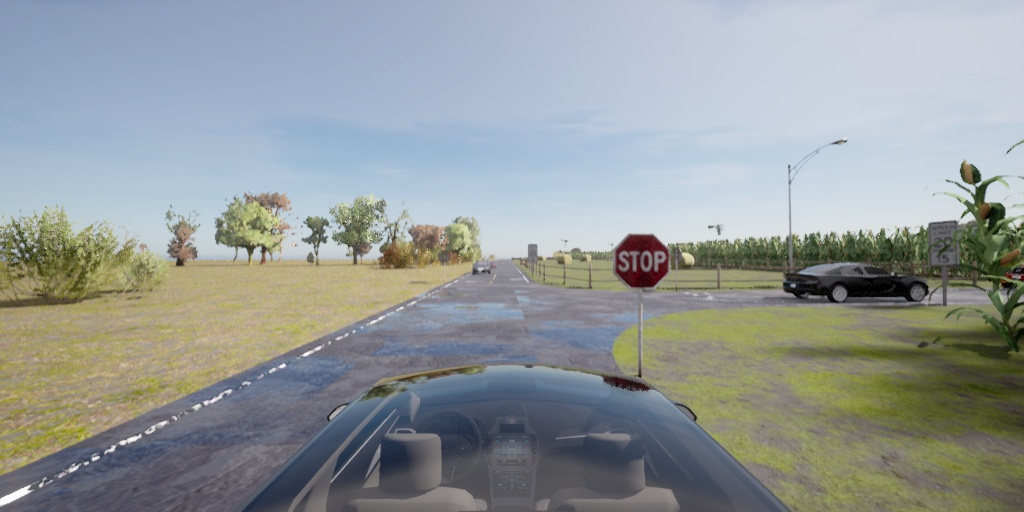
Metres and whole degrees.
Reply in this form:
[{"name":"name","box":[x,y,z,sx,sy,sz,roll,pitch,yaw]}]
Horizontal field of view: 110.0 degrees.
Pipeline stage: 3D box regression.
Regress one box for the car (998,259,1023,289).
[{"name":"car","box":[27.671,0.678,17.750,5.566,2.045,2.150,-1,-1,-1]}]

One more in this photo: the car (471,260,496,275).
[{"name":"car","box":[-3.164,1.181,37.985,2.128,1.511,4.902,0,0,-1]}]

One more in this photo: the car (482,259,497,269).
[{"name":"car","box":[-3.373,1.240,53.807,1.994,1.385,4.181,0,0,-1]}]

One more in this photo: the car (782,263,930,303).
[{"name":"car","box":[13.923,1.032,14.648,5.008,1.535,1.882,-1,-1,-1]}]
